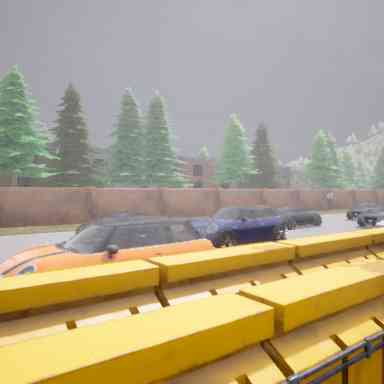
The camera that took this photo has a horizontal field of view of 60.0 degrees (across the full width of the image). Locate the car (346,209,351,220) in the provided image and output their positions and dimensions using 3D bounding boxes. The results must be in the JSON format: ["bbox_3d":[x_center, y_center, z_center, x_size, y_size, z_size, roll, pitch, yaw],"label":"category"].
[{"bbox_3d":[14.473,1.564,27.154,4.181,1.385,1.994,0,0,-35],"label":"car"}]

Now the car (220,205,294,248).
[{"bbox_3d":[1.812,1.351,13.867,4.553,1.767,2.097,0,0,-35],"label":"car"}]

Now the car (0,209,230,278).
[{"bbox_3d":[-1.656,1.352,7.095,4.553,1.767,2.097,0,0,-35],"label":"car"}]

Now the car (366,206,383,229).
[{"bbox_3d":[10.406,1.525,15.644,4.674,1.442,1.812,0,0,-35],"label":"car"}]

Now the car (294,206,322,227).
[{"bbox_3d":[6.435,1.564,21.405,4.181,1.385,1.994,0,0,-35],"label":"car"}]

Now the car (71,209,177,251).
[{"bbox_3d":[-2.949,1.564,14.766,4.181,1.385,1.994,0,0,-35],"label":"car"}]

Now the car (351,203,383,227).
[{"bbox_3d":[12.459,1.564,21.345,4.181,1.385,1.994,0,0,-36],"label":"car"}]
